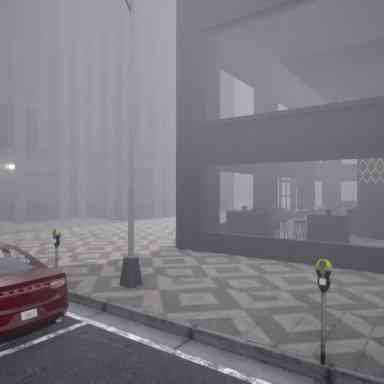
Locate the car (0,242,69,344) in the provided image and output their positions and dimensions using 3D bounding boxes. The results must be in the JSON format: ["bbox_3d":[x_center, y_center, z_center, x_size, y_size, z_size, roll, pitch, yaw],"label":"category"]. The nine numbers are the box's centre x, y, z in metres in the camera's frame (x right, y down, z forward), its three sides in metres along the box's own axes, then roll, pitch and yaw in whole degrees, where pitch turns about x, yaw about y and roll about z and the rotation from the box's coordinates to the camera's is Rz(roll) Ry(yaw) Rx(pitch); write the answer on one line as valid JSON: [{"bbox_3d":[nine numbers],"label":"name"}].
[{"bbox_3d":[-4.044,1.544,5.867,4.507,1.381,1.887,0,0,36],"label":"car"}]
